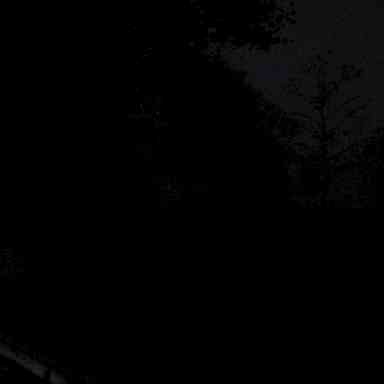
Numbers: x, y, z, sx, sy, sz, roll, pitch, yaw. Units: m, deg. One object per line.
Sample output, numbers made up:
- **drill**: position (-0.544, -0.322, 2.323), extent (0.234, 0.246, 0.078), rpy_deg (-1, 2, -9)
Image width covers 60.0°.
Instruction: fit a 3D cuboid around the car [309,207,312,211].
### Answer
- **car**: position (13.477, 2.407, 41.136), extent (2.163, 1.488, 4.792), rpy_deg (0, 0, 35)
